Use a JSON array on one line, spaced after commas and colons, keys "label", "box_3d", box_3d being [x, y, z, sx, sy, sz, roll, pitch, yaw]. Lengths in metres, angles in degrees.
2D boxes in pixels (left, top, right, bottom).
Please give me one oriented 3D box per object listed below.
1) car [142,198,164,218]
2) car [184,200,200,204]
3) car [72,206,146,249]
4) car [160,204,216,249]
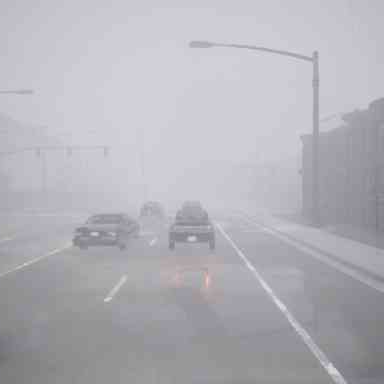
[{"label": "car", "box_3d": [-3.500, 1.532, 29.486, 1.812, 1.442, 4.674, 0, 0, 0]}, {"label": "car", "box_3d": [0.000, 1.484, 29.486, 1.882, 1.535, 5.008, 0, 0, 0]}, {"label": "car", "box_3d": [-3.500, 1.562, 14.486, 2.033, 1.411, 5.357, 0, 0, 0]}, {"label": "car", "box_3d": [0.000, 1.494, 14.486, 2.128, 1.511, 4.902, 0, 0, 0]}]
